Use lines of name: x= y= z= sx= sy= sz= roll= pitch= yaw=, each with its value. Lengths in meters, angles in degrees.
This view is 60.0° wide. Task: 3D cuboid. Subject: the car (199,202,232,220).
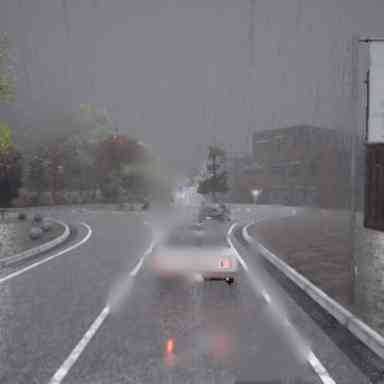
car: x=1.824 y=1.565 z=25.452 sx=1.837 sy=1.490 sz=4.892 roll=0 pitch=1 yaw=14

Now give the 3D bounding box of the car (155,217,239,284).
car: x=0.154 y=1.617 z=9.574 sx=1.895 sy=1.301 sz=4.718 roll=0 pitch=0 yaw=1
